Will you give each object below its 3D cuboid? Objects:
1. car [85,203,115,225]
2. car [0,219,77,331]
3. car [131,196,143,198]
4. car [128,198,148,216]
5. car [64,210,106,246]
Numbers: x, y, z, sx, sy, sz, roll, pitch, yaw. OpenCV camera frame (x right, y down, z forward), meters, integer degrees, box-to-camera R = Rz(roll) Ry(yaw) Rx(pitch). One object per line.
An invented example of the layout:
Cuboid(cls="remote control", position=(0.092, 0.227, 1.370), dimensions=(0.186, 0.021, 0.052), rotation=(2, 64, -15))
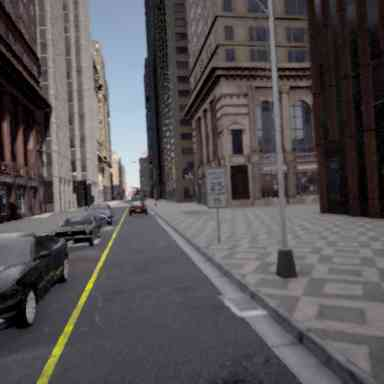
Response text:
Cuboid(cls="car", position=(-7.384, 1.708, 26.673), dimensions=(2.097, 1.767, 4.553), rotation=(-3, 0, -10))
Cuboid(cls="car", position=(-4.052, 1.678, 7.334), dimensions=(1.882, 1.535, 5.008), rotation=(-3, 0, -10))
Cuboid(cls="car", position=(-7.757, 1.593, 47.014), dimensions=(2.150, 2.045, 5.566), rotation=(-3, 0, -10))
Cuboid(cls="car", position=(-5.894, 1.751, 36.514), dimensions=(1.882, 1.535, 5.008), rotation=(-3, 0, -10))
Cuboid(cls="car", position=(-5.638, 1.873, 16.568), dimensions=(1.895, 1.301, 4.718), rotation=(-3, 0, -10))
